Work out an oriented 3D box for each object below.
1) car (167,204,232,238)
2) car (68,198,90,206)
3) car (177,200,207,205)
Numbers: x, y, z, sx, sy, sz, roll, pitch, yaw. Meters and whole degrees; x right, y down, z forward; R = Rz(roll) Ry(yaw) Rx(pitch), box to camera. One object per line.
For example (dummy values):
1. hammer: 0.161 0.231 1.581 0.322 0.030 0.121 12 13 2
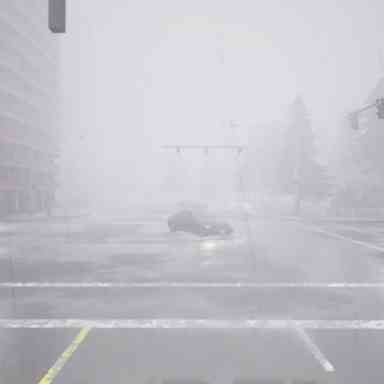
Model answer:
1. car: 0.259 1.685 18.611 1.812 1.442 4.674 0 1 -33
2. car: -20.770 1.780 61.257 4.181 1.385 1.994 0 0 30
3. car: -0.002 1.784 48.202 4.718 1.301 1.895 0 0 43
